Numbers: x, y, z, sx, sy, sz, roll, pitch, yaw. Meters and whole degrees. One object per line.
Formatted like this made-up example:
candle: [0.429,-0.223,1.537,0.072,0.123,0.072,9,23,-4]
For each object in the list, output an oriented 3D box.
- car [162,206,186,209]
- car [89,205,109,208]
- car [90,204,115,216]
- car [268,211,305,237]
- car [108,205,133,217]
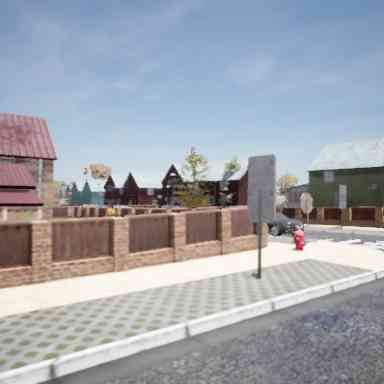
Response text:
car: [-1.206,1.952,28.139,2.097,1.767,4.553,1,-2,-36]
car: [-13.087,2.672,44.653,1.837,1.490,4.892,1,-2,-35]
car: [-13.614,2.718,50.342,2.097,1.767,4.553,1,-2,-36]
car: [4.511,1.833,20.181,1.837,1.490,4.892,1,-2,-35]
car: [-7.009,2.354,36.173,1.882,1.535,5.008,1,-2,-35]
